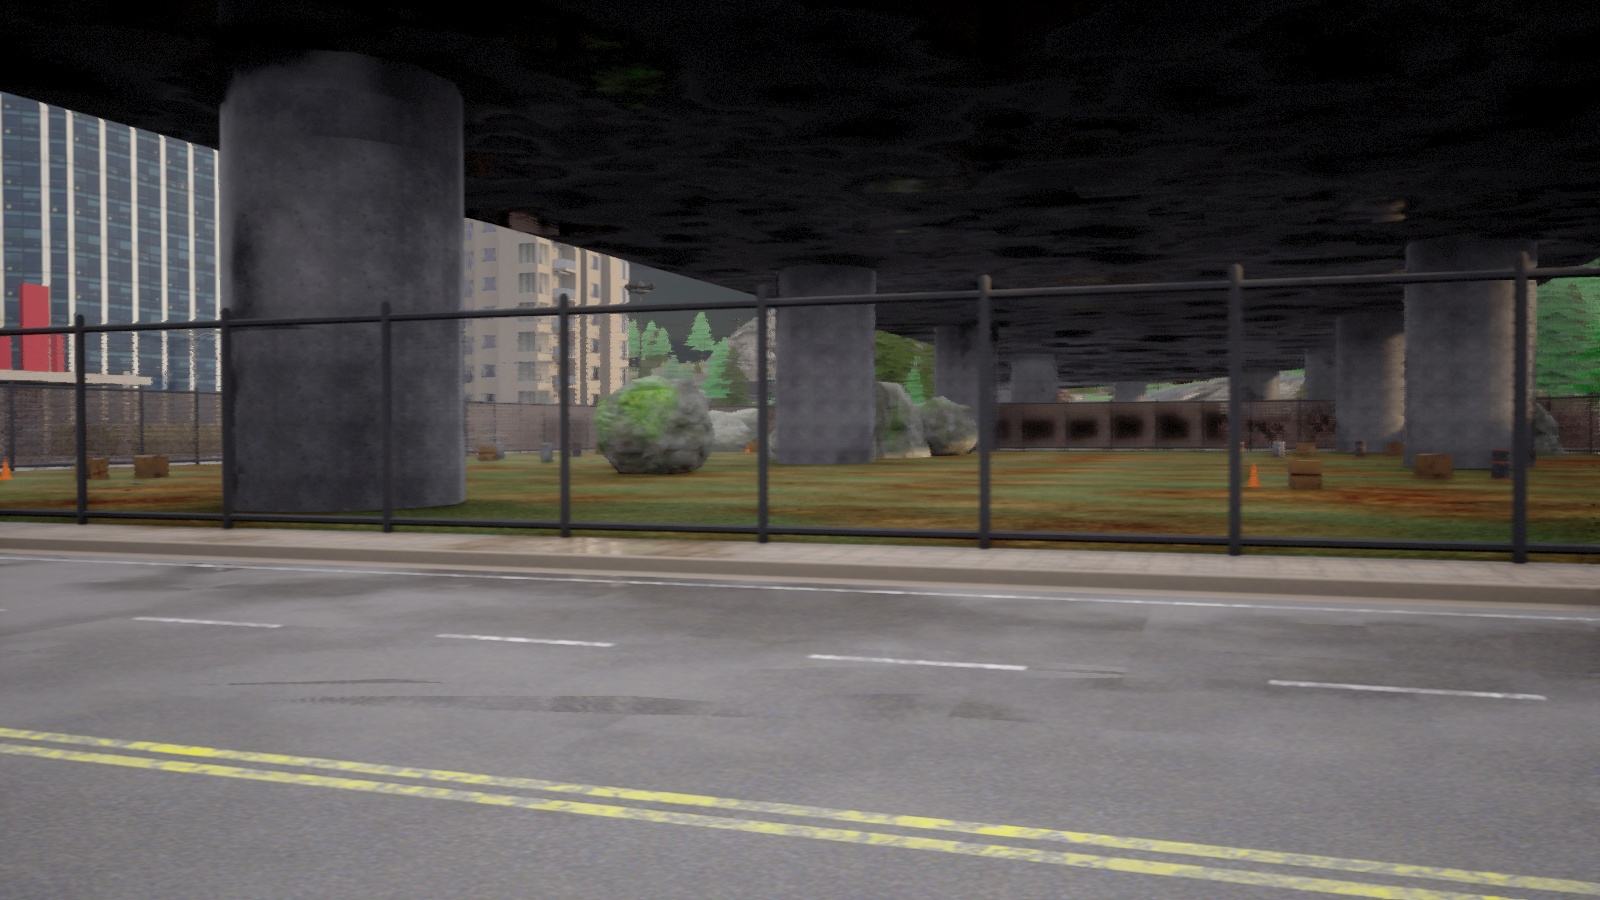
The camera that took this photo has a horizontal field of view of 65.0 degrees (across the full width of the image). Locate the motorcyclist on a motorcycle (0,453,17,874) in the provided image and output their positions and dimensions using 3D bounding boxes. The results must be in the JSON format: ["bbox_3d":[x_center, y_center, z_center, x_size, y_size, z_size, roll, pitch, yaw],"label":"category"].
[{"bbox_3d":[-4.062,0.773,4.560,2.191,1.530,0.866,1,1,19],"label":"motorcyclist on a motorcycle"}]
